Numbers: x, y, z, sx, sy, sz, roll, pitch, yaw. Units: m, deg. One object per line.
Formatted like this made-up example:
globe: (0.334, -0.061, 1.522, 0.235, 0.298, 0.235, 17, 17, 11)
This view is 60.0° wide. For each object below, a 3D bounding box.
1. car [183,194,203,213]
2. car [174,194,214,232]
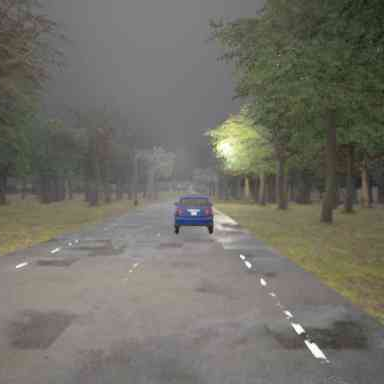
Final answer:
car: (0.102, 1.211, 38.961, 2.150, 2.045, 5.566, 0, 0, 0)
car: (0.101, 1.217, 20.012, 2.150, 2.045, 5.566, 0, 0, 0)
